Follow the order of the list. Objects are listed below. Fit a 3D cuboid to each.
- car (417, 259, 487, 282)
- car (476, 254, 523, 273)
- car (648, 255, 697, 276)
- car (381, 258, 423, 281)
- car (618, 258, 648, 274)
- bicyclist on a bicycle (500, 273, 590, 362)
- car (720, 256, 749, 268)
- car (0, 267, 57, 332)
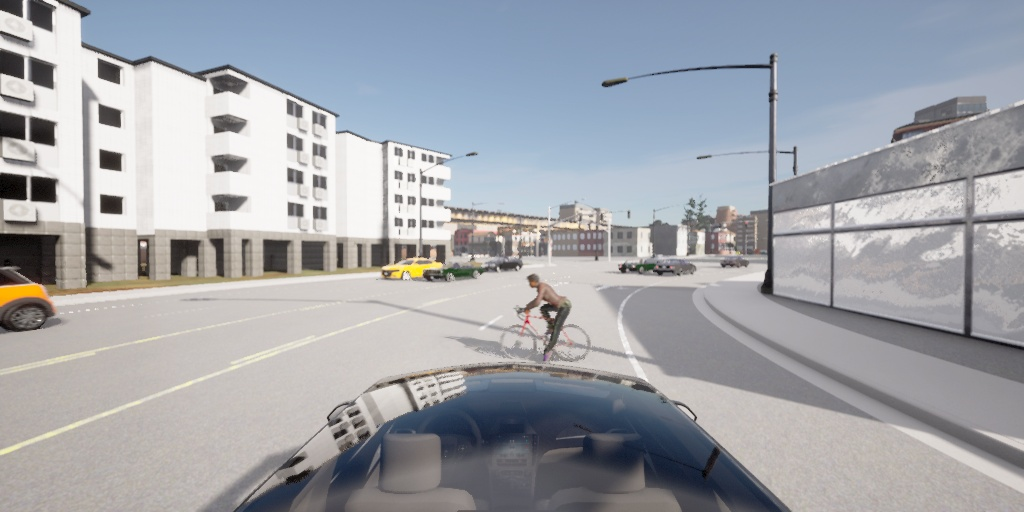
[{"bbox_3d":[-3.986,1.039,24.734,1.895,1.301,4.718,0,1,30],"label":"car"},{"bbox_3d":[-0.931,0.789,34.877,2.128,1.511,4.902,1,1,41],"label":"car"},{"bbox_3d":[13.793,0.899,30.198,2.033,1.411,5.357,1,1,44],"label":"car"},{"bbox_3d":[-7.201,0.900,26.134,1.882,1.535,5.008,0,1,29],"label":"car"},{"bbox_3d":[11.703,0.915,33.039,1.895,1.301,4.718,1,1,45],"label":"car"},{"bbox_3d":[0.573,1.137,6.533,1.656,1.620,0.582,-2,0,10],"label":"bicyclist on a bicycle"},{"bbox_3d":[26.701,0.692,42.988,5.357,1.411,2.033,-1,1,-43],"label":"car"},{"bbox_3d":[-13.387,1.031,7.547,2.097,1.767,4.553,0,1,10],"label":"car"}]
